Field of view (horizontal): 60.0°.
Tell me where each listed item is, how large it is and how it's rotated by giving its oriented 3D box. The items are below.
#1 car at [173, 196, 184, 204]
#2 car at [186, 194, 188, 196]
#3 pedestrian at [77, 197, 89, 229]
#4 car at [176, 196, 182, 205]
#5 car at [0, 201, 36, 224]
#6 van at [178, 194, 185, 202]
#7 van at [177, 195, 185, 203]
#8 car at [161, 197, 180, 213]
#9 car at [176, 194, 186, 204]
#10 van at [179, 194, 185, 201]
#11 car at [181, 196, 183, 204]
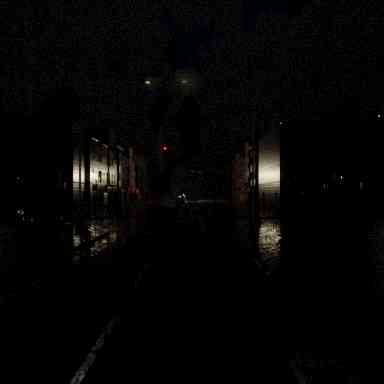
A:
[{"bbox_3d":[-2.638,1.562,66.412,1.967,1.590,4.097,0,0,0],"label":"car"},{"bbox_3d":[-2.638,1.457,72.018,2.192,1.841,5.009,0,0,0],"label":"car"},{"bbox_3d":[-5.770,1.152,17.535,0.375,1.860,0.375,0,0,0],"label":"pedestrian"},{"bbox_3d":[-2.636,1.601,43.991,1.887,1.381,4.507,0,0,0],"label":"car"},{"bbox_3d":[-13.469,1.383,23.307,4.553,1.767,2.097,0,0,-1],"label":"car"},{"bbox_3d":[-2.639,1.524,83.229,1.690,1.788,3.998,0,0,0],"label":"van"},{"bbox_3d":[-2.638,1.503,77.624,1.690,1.788,3.998,0,0,0],"label":"van"},{"bbox_3d":[-2.635,1.569,38.216,1.752,1.417,4.829,0,0,0],"label":"car"},{"bbox_3d":[-2.637,1.544,60.807,1.967,1.590,4.097,0,0,0],"label":"car"},{"bbox_3d":[-2.639,1.547,88.835,1.690,1.788,3.998,0,0,0],"label":"van"},{"bbox_3d":[-2.637,1.652,49.596,1.802,1.307,4.206,0,0,0],"label":"car"}]
